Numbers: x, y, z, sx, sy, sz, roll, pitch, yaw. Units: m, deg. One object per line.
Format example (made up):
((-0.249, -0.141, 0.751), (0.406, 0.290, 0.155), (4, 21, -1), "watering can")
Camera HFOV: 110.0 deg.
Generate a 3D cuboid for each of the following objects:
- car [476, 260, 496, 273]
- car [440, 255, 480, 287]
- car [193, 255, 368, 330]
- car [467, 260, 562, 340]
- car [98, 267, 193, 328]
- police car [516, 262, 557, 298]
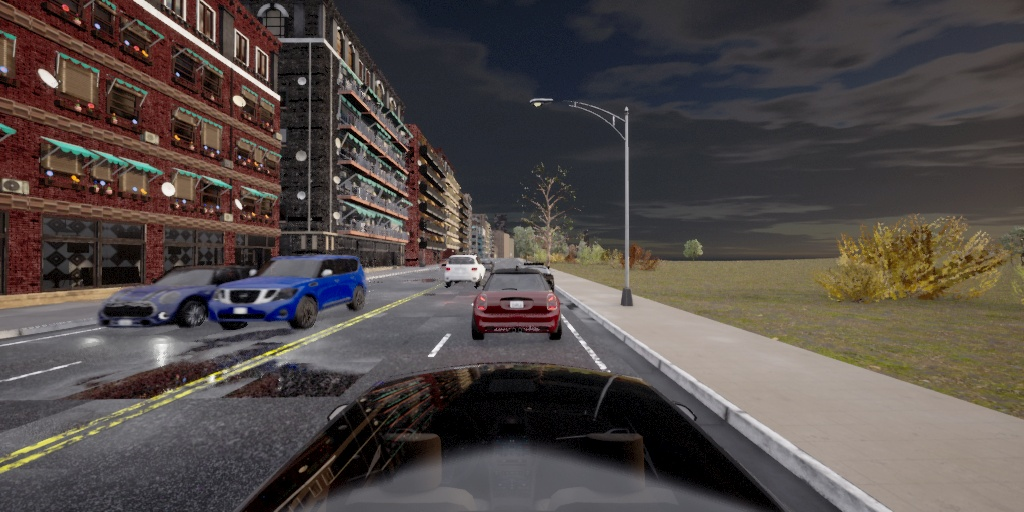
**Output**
((-3.053, 1.241, 43.411), (2.128, 1.511, 4.902), (0, 0, 0), "car")
((-3.098, 0.973, 24.358), (2.150, 2.045, 5.566), (0, 0, 0), "car")
((-6.580, 0.973, 11.459), (2.150, 2.045, 5.566), (0, 0, 0), "car")
((0.114, 1.103, 10.134), (2.097, 1.767, 4.553), (0, 0, 0), "car")
((-9.829, 1.103, 11.359), (2.097, 1.767, 4.553), (0, 0, 0), "car")
((1.178, 1.177, 19.630), (1.930, 1.638, 5.238), (0, 0, 0), "police car")
